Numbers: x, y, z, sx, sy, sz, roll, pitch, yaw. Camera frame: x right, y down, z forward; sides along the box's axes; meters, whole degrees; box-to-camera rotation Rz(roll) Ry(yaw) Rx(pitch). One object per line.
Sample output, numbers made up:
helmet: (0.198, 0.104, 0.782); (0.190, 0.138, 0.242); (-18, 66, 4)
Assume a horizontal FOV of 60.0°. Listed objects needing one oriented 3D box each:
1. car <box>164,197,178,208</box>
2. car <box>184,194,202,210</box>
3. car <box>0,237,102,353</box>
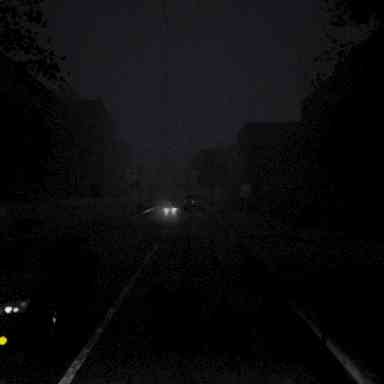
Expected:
car: (-3.123, 1.486, 49.119); (2.128, 1.511, 4.902); (0, 0, 0)
car: (0.113, 1.221, 42.829); (2.150, 2.045, 5.566); (0, 0, 0)
car: (-3.099, 1.563, 6.173); (1.994, 1.385, 4.181); (0, 0, 0)
